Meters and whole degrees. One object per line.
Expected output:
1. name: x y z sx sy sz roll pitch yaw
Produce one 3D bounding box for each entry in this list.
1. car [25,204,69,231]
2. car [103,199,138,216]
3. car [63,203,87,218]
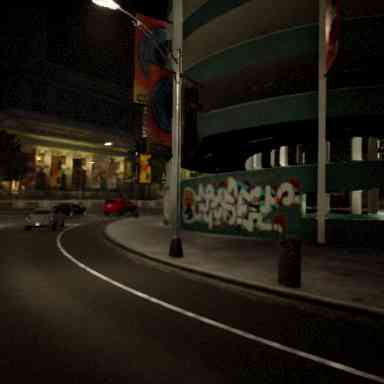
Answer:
1. car: -9.997 1.792 22.798 1.812 1.442 4.674 1 -1 -12
2. car: -8.612 1.823 40.458 2.150 2.045 5.566 0 -1 18
3. car: -13.289 1.968 36.536 1.837 1.490 4.892 0 -1 10
